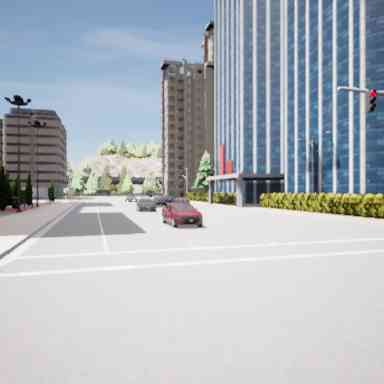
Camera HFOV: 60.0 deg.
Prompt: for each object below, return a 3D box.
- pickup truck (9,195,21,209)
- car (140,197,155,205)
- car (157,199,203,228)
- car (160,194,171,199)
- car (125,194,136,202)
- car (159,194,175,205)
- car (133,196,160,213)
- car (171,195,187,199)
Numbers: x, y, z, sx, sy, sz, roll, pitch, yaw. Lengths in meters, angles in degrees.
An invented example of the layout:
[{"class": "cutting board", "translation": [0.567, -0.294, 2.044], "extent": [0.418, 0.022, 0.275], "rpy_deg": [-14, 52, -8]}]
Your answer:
[{"class": "pickup truck", "translation": [-22.804, 1.060, 38.505], "extent": [2.390, 2.098, 6.274], "rpy_deg": [0, 0, 14]}, {"class": "car", "translation": [-7.912, 1.559, 58.997], "extent": [1.895, 1.301, 4.718], "rpy_deg": [0, 0, -17]}, {"class": "car", "translation": [-0.753, 1.458, 22.355], "extent": [1.882, 1.535, 5.008], "rpy_deg": [0, 0, -17]}, {"class": "car", "translation": [-4.920, 1.467, 49.138], "extent": [1.837, 1.490, 4.892], "rpy_deg": [0, 0, -16]}, {"class": "car", "translation": [-9.552, 1.082, 52.240], "extent": [1.837, 1.490, 4.892], "rpy_deg": [0, 0, -17]}, {"class": "car", "translation": [-4.541, 1.304, 59.937], "extent": [2.097, 1.767, 4.553], "rpy_deg": [0, 0, -17]}, {"class": "car", "translation": [-5.216, 1.478, 37.361], "extent": [1.837, 1.490, 4.892], "rpy_deg": [0, 0, -17]}, {"class": "car", "translation": [-1.715, 1.503, 50.658], "extent": [2.033, 1.411, 5.357], "rpy_deg": [0, 0, -16]}]
